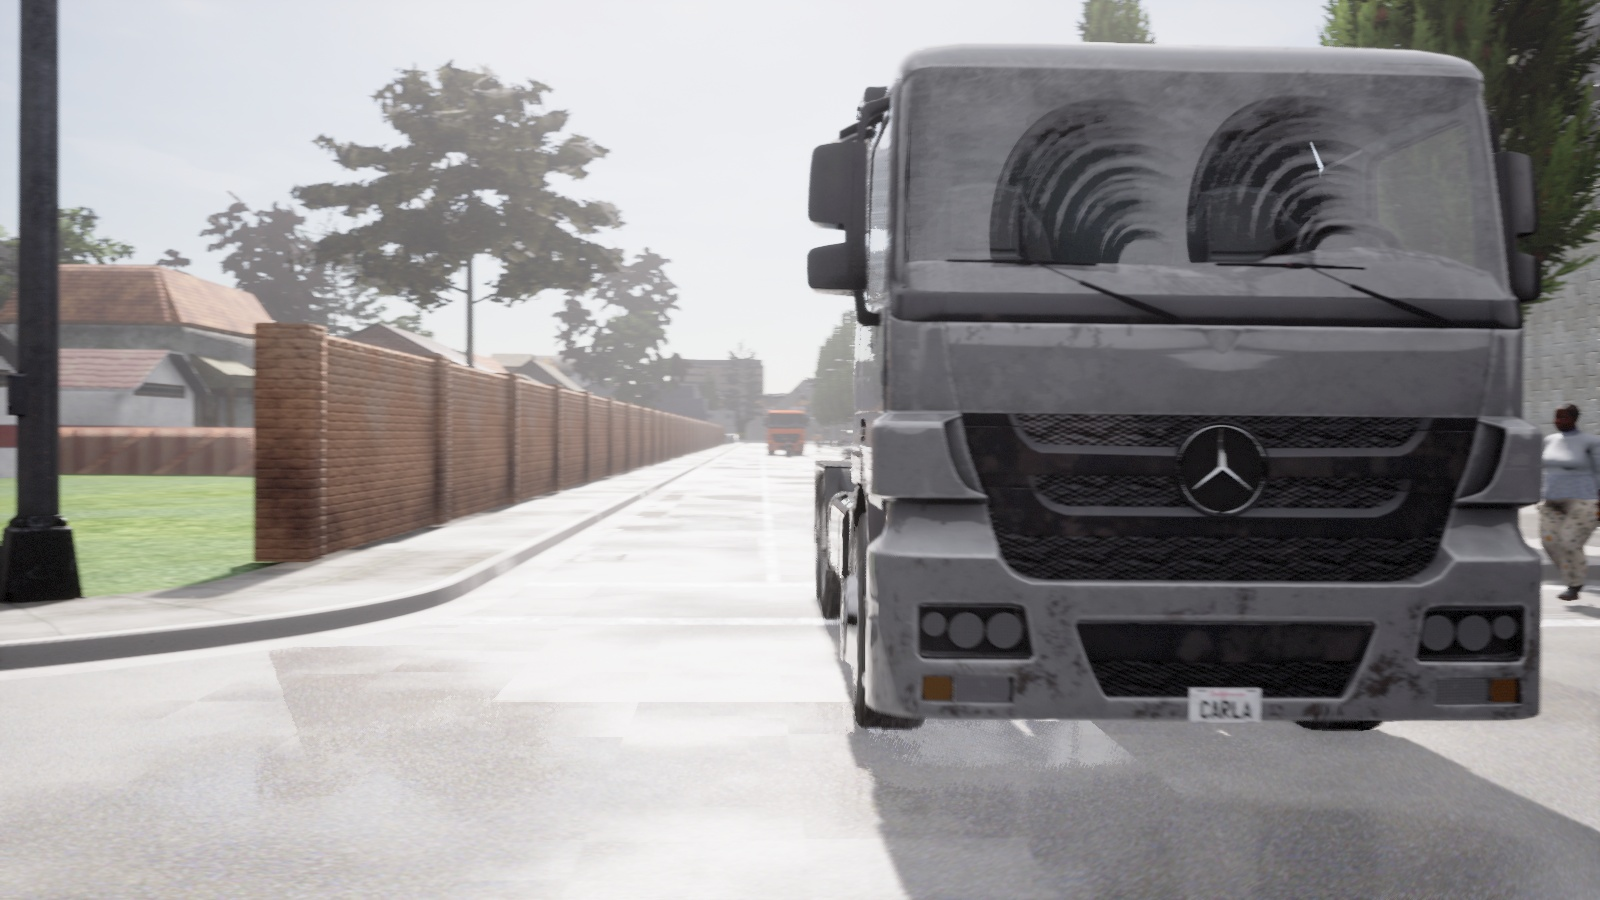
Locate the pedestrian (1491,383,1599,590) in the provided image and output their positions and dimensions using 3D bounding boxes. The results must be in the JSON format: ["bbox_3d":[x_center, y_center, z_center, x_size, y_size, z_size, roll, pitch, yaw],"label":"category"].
[{"bbox_3d":[7.193,0.318,11.753,0.900,1.855,0.874,-1,1,-15],"label":"pedestrian"}]

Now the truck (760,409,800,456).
[{"bbox_3d":[-1.604,-1.320,96.121,2.891,3.462,7.936,-1,1,-2],"label":"truck"}]

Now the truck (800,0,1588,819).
[{"bbox_3d":[1.600,-0.307,9.006,2.891,3.462,7.936,-1,0,-2],"label":"truck"}]
